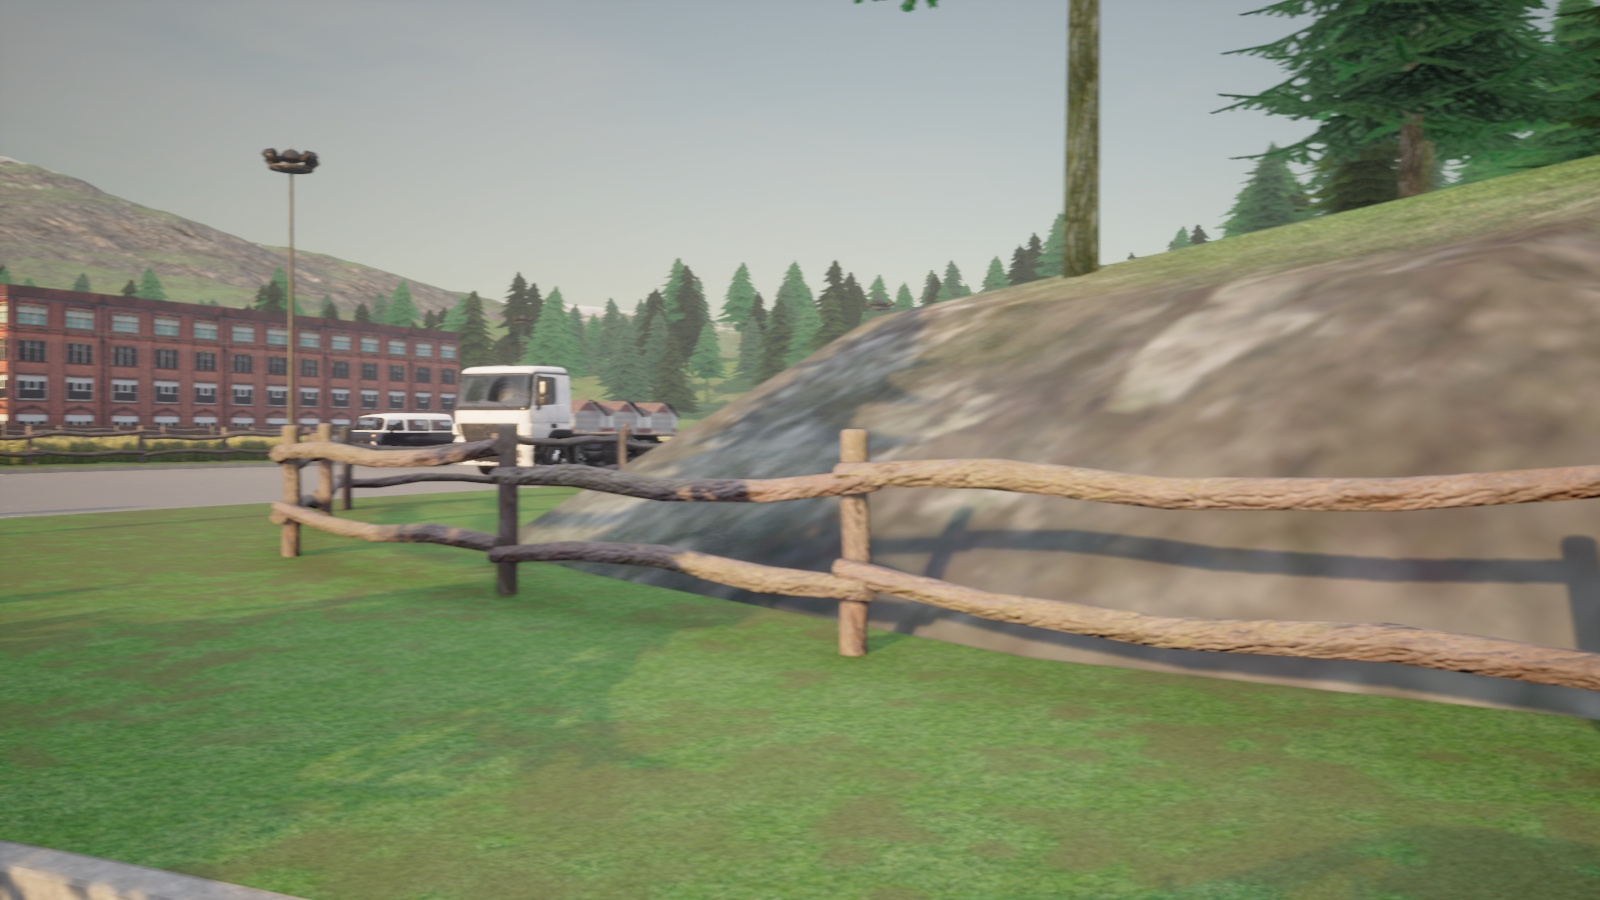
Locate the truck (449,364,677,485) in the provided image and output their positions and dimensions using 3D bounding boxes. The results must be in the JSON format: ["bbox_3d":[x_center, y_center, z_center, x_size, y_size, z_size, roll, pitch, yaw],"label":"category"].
[{"bbox_3d":[-7.307,-0.787,40.138,2.891,3.462,7.936,0,1,26],"label":"truck"}]

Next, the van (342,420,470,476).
[{"bbox_3d":[-15.027,-0.125,48.100,2.069,2.038,4.480,0,1,29],"label":"van"}]
